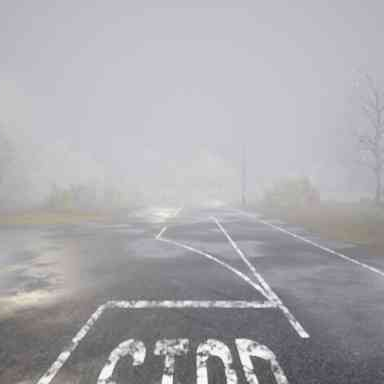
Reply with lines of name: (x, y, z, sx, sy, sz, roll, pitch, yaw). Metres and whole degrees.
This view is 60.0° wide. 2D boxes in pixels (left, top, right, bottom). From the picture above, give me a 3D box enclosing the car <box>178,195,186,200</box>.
car: (-2.508, 1.403, 86.904, 2.033, 1.411, 5.357, 0, 0, 5)
